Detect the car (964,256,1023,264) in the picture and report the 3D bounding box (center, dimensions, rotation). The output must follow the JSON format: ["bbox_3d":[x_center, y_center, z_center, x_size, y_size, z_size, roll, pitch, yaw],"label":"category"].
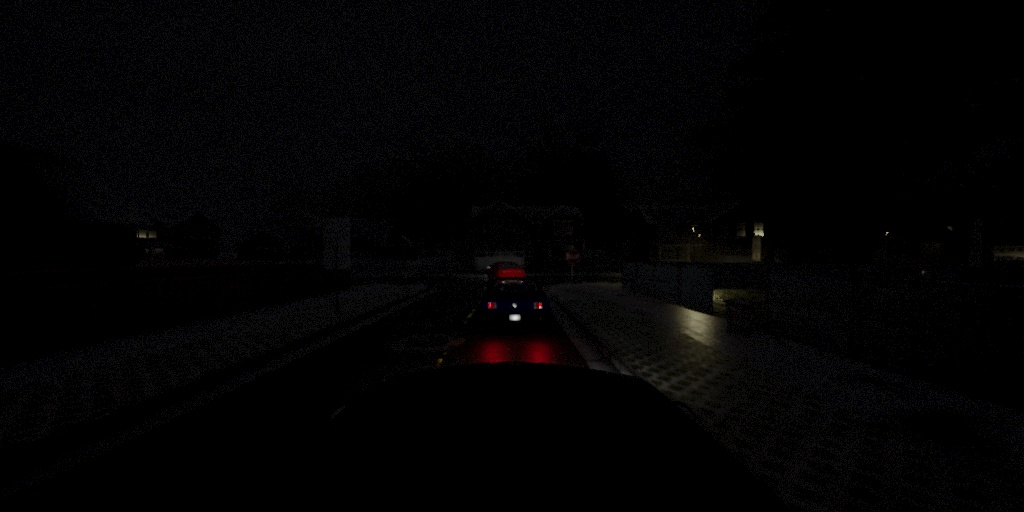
[{"bbox_3d":[39.153,0.728,28.884,5.357,1.411,2.033,-1,1,0],"label":"car"}]

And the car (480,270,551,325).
[{"bbox_3d":[0.088,1.314,11.583,1.895,1.301,4.718,0,0,0],"label":"car"}]

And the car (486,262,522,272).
[{"bbox_3d":[-0.561,1.142,24.396,1.882,1.535,5.008,1,0,-14],"label":"car"}]
